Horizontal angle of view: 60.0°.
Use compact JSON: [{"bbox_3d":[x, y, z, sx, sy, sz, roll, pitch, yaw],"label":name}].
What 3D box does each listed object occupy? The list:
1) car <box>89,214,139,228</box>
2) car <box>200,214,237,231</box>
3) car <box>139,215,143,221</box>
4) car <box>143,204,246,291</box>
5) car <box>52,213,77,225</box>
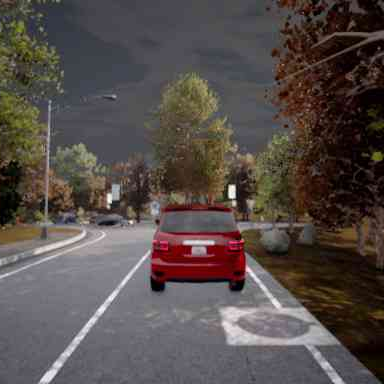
[{"bbox_3d":[-8.538,3.062,35.225,4.902,1.511,2.128,-2,-4,22],"label":"car"},{"bbox_3d":[2.583,2.779,30.628,2.033,1.411,5.357,-2,-5,20],"label":"car"},{"bbox_3d":[-9.022,5.135,66.011,4.902,1.511,2.128,2,-5,-18],"label":"car"},{"bbox_3d":[0.098,1.335,9.415,2.150,2.045,5.566,0,-1,-1],"label":"car"},{"bbox_3d":[-19.506,4.074,51.066,2.097,1.767,4.553,0,-4,5],"label":"car"}]
